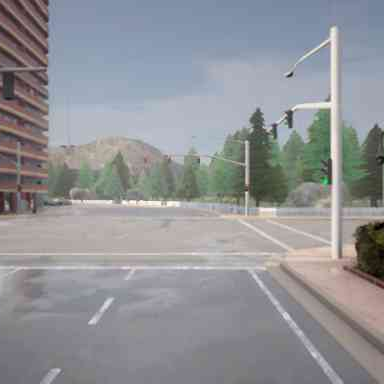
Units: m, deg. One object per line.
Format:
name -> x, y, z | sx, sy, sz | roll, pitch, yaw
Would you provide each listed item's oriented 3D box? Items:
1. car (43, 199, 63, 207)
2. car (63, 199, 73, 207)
car -> -27.295, 2.090, 63.071 | 4.892, 1.490, 1.837 | 0, -1, 31
car -> -25.940, 2.146, 66.314 | 4.902, 1.511, 2.128 | 0, -1, 31
